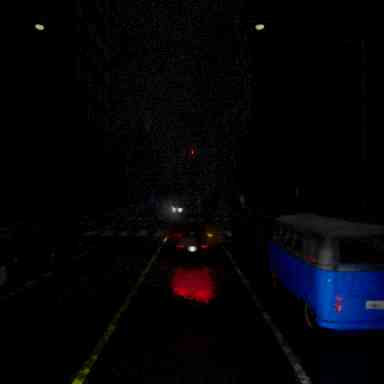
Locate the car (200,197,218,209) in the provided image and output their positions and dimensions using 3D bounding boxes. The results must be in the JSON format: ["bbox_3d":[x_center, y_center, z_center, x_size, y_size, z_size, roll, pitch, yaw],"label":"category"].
[{"bbox_3d":[2.755,1.787,49.525,2.192,1.841,5.009,0,-1,0],"label":"car"}]

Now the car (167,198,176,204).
[{"bbox_3d":[-5.308,2.392,87.372,1.947,1.339,4.313,0,-1,0],"label":"car"}]

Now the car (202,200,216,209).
[{"bbox_3d":[2.755,2.073,54.929,2.008,1.369,4.403,0,-1,0],"label":"car"}]

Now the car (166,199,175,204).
[{"bbox_3d":[-5.315,2.327,81.966,2.008,1.369,4.403,0,-1,0],"label":"car"}]

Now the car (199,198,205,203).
[{"bbox_3d":[2.759,2.404,92.941,1.752,1.417,4.829,0,-1,0],"label":"car"}]

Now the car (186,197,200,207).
[{"bbox_3d":[0.073,2.160,64.500,2.033,1.411,5.357,0,-1,0],"label":"car"}]

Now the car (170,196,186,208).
[{"bbox_3d":[-2.733,2.079,61.783,2.128,1.511,4.902,0,-1,1],"label":"car"}]

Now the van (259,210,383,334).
[{"bbox_3d":[2.644,1.407,6.644,1.690,1.788,3.998,0,-1,0],"label":"van"}]

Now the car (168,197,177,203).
[{"bbox_3d":[-5.302,2.192,92.780,2.192,1.841,5.009,0,-1,0],"label":"car"}]

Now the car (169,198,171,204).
[{"bbox_3d":[-5.343,2.118,60.342,1.887,1.381,4.507,0,-1,0],"label":"car"}]

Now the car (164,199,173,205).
[{"bbox_3d":[-5.322,2.249,76.391,1.752,1.417,4.829,0,-1,0],"label":"car"}]

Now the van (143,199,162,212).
[{"bbox_3d":[-5.364,1.762,44.126,1.690,1.788,3.998,0,-1,0],"label":"van"}]

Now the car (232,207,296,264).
[{"bbox_3d":[2.649,1.433,12.156,2.192,1.841,5.009,0,-1,0],"label":"car"}]

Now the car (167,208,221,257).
[{"bbox_3d":[0.087,1.638,13.505,1.837,1.490,4.892,0,0,2],"label":"car"}]

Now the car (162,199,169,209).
[{"bbox_3d":[-5.350,2.089,54.936,1.947,1.339,4.313,0,-1,0],"label":"car"}]

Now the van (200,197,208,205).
[{"bbox_3d":[2.757,2.066,76.555,1.690,1.788,3.998,0,-1,0],"label":"van"}]

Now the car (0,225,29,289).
[{"bbox_3d":[-5.381,1.610,6.651,1.887,1.381,4.507,0,-1,0],"label":"car"}]

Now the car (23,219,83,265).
[{"bbox_3d":[-5.376,1.684,12.161,1.947,1.339,4.313,0,-1,0],"label":"car"}]

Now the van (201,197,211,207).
[{"bbox_3d":[2.756,1.965,65.743,1.690,1.788,3.998,0,-1,0],"label":"van"}]
